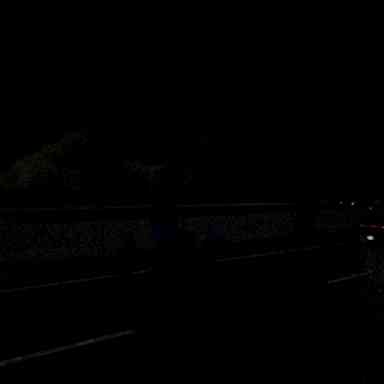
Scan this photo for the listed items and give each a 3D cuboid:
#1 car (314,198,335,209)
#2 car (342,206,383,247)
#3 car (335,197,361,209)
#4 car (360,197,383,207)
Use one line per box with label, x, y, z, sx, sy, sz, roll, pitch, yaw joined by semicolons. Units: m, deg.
car;18.945;1.607;46.516;4.674;1.442;1.812;0;0;-34
car;8.773;1.538;13.971;4.902;1.511;2.128;0;0;-34
car;21.627;1.456;44.106;4.553;1.767;2.097;0;0;-34
car;23.188;1.647;40.940;4.674;1.442;1.812;0;0;-34
